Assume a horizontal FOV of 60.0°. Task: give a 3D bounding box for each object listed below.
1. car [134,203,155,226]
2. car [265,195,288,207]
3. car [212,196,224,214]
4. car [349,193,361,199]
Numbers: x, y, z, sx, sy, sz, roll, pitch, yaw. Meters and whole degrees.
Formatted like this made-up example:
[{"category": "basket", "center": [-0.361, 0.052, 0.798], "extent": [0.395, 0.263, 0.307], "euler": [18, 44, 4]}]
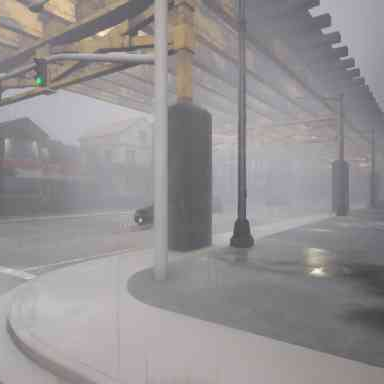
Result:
[{"category": "car", "center": [-1.833, 1.505, 22.825], "extent": [1.837, 1.490, 4.892], "euler": [0, 0, 35]}, {"category": "car", "center": [12.428, 1.292, 49.082], "extent": [2.097, 1.767, 4.553], "euler": [0, 1, 35]}, {"category": "car", "center": [1.314, 1.347, 33.512], "extent": [2.097, 1.767, 4.553], "euler": [0, 0, 35]}, {"category": "car", "center": [38.007, 0.998, 79.229], "extent": [2.033, 1.411, 5.357], "euler": [0, 1, 35]}]
